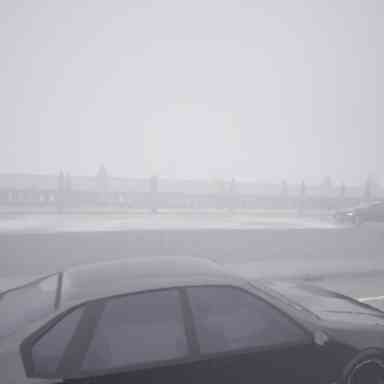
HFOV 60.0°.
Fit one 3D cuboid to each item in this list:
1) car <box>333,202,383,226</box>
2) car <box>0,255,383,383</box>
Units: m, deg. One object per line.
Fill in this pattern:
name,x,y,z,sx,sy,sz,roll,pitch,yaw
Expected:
car,11.502,1.372,21.458,4.674,1.442,1.812,2,1,-12
car,-0.152,1.444,3.452,5.357,1.411,2.033,1,1,-20
